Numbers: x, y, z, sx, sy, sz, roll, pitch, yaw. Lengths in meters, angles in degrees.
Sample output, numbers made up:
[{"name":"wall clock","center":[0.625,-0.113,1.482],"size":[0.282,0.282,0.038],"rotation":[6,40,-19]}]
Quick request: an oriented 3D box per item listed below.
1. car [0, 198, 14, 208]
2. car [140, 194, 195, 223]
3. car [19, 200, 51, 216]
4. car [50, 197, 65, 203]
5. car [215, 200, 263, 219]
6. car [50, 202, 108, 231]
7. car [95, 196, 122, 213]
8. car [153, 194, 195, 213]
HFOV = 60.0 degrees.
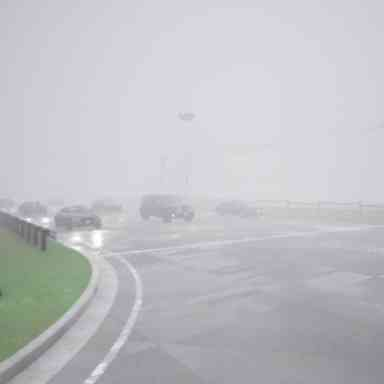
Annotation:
[{"name":"car","center":[-27.820,1.600,49.574],"size":[1.895,1.301,4.718],"rotation":[0,0,-36]},{"name":"car","center":[-2.040,1.206,25.704],"size":[2.150,2.045,5.566],"rotation":[0,0,-36]},{"name":"car","center":[-15.475,1.595,32.338],"size":[1.895,1.301,4.718],"rotation":[0,0,-36]},{"name":"car","center":[-21.443,1.512,52.674],"size":[1.812,1.442,4.674],"rotation":[0,0,-35]},{"name":"car","center":[4.078,1.467,29.192],"size":[2.128,1.511,4.902],"rotation":[0,0,-36]},{"name":"car","center":[-7.202,1.557,20.897],"size":[1.994,1.385,4.181],"rotation":[0,0,-36]},{"name":"car","center":[-9.124,1.463,35.503],"size":[1.882,1.535,5.008],"rotation":[0,0,-36]},{"name":"car","center":[-2.169,1.200,37.840],"size":[2.150,2.045,5.566],"rotation":[0,0,-35]}]
